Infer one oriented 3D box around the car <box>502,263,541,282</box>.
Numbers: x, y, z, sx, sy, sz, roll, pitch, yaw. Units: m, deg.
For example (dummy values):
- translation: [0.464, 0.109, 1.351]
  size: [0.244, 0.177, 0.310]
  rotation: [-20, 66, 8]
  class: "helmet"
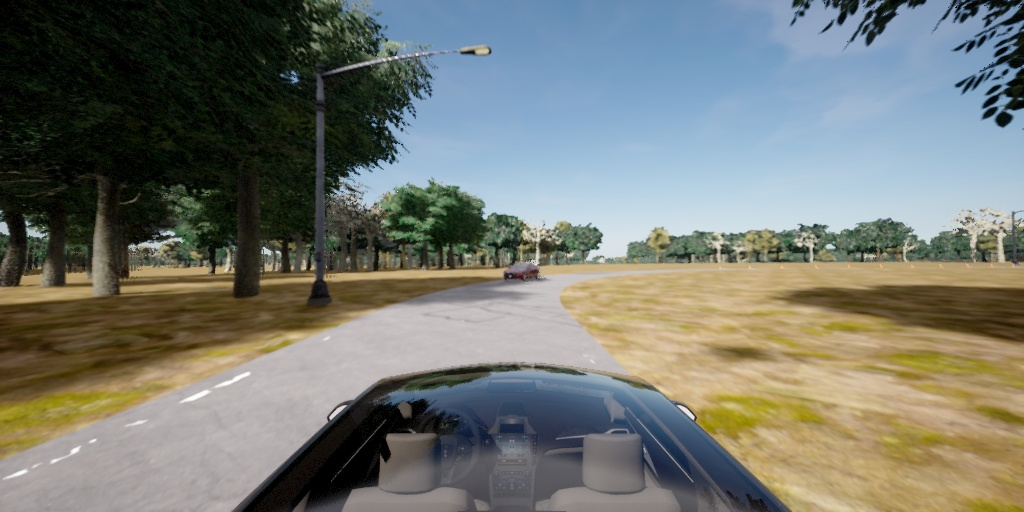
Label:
- translation: [0.886, 1.340, 30.696]
  size: [1.882, 1.535, 5.008]
  rotation: [-1, -1, 24]
  class: "car"
